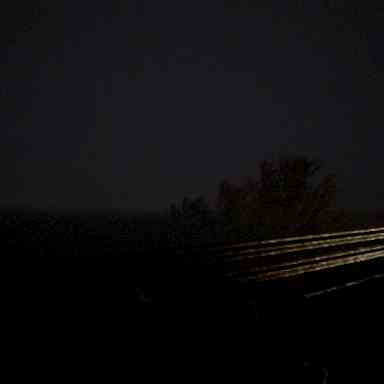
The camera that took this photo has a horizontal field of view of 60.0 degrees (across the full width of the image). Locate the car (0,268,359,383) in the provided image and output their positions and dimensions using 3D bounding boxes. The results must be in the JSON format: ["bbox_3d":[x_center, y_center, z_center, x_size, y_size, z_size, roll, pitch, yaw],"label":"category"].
[{"bbox_3d":[-0.373,1.617,3.421,4.718,1.301,1.895,1,0,-36],"label":"car"}]
